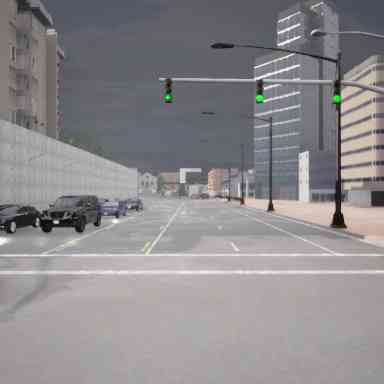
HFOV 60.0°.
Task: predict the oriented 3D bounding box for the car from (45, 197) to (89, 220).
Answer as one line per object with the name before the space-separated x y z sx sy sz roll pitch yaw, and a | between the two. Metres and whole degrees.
car | -10.622 1.351 28.608 2.097 1.767 4.553 0 0 0

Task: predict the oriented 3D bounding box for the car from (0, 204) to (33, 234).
car | -10.616 1.504 19.540 1.837 1.490 4.892 0 0 0

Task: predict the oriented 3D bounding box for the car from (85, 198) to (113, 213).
car | -10.624 1.504 38.426 1.837 1.490 4.892 0 0 0

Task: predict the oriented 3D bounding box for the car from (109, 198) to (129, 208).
car | -10.594 1.600 48.486 1.895 1.301 4.718 0 0 0

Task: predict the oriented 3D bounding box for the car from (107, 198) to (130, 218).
car | -7.122 1.525 29.813 1.812 1.442 4.674 0 0 0

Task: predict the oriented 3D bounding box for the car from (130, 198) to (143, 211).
car | -7.122 1.491 40.156 2.128 1.511 4.902 0 0 0

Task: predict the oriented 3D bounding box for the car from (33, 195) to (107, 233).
car | -7.112 1.221 20.173 2.150 2.045 5.566 0 0 0
